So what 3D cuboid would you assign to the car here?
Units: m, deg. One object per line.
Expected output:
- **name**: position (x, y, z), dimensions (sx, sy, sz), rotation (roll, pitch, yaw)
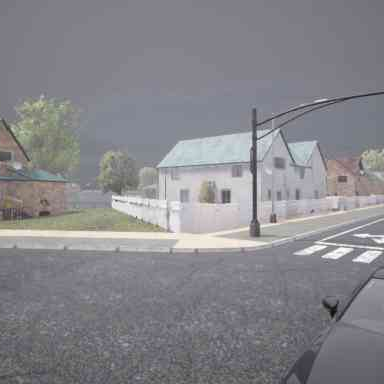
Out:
- **car**: position (2.520, 1.524, 3.395), dimensions (1.812, 1.442, 4.674), rotation (0, 0, 42)
